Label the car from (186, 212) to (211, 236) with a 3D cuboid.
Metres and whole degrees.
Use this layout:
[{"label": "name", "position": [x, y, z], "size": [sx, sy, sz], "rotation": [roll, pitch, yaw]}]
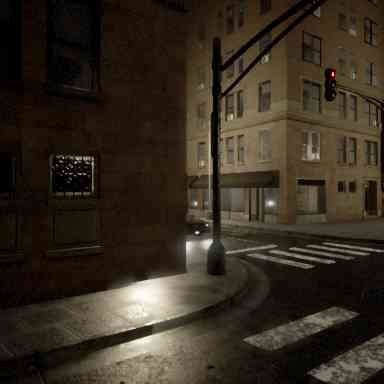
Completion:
[{"label": "car", "position": [-1.297, 1.515, 17.758], "size": [2.033, 1.411, 5.357], "rotation": [0, 0, -36]}]
